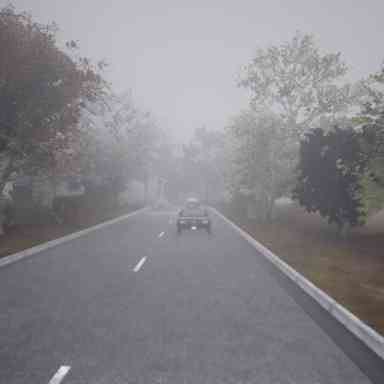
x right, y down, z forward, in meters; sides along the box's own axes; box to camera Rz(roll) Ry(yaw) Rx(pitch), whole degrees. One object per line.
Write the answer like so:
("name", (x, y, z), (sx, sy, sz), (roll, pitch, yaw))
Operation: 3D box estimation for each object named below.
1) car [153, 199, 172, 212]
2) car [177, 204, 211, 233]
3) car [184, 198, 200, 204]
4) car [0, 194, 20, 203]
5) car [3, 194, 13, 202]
("car", (-3.411, 1.563, 38.738), (1.994, 1.385, 4.181), (0, 0, -1))
("car", (0.106, 1.612, 19.874), (1.895, 1.301, 4.718), (0, 0, 0))
("car", (-0.005, 1.474, 42.725), (1.882, 1.535, 5.008), (0, 0, -2))
("car", (-45.085, 1.636, 80.657), (5.566, 2.045, 2.435), (0, 0, 0))
("car", (-45.060, 1.902, 77.871), (5.008, 1.535, 2.097), (0, 0, 0))
